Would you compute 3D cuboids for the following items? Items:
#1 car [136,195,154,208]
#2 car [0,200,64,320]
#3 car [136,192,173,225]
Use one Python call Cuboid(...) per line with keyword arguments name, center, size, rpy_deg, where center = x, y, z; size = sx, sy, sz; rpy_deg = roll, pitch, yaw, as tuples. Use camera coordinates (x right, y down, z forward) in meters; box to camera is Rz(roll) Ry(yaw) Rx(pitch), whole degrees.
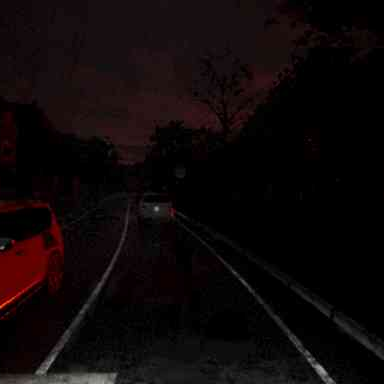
Cuboid(name="car", center=(-5.906, 1.102, 41.152), size=(2.033, 1.411, 5.357), rpy_deg=(1, 1, -10))
Cuboid(name="car", center=(-3.921, 1.208, 5.618), size=(2.150, 2.045, 5.566), rpy_deg=(0, 0, -4))
Cuboid(name="car", center=(-2.573, 1.045, 22.650), size=(2.150, 2.045, 5.566), rpy_deg=(1, 1, -10))
